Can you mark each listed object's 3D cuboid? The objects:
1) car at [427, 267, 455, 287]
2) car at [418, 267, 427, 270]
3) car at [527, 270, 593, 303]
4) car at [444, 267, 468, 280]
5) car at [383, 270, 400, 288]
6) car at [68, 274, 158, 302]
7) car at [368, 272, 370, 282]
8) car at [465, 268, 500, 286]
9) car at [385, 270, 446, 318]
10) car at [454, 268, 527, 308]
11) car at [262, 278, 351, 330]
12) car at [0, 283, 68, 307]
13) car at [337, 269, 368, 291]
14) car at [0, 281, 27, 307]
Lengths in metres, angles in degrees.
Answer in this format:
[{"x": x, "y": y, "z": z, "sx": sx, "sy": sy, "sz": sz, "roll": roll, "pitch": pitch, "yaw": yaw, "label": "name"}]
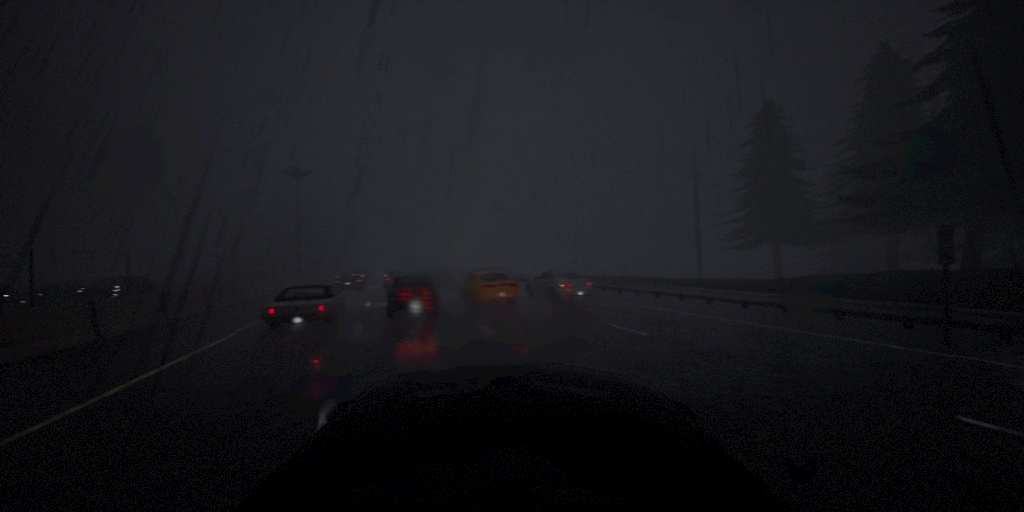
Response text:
[{"x": -5.890, "y": 1.841, "z": 30.015, "sx": 1.994, "sy": 1.385, "sz": 4.181, "roll": -1, "pitch": -1, "yaw": -19, "label": "car"}, {"x": -10.156, "y": 2.025, "z": 41.833, "sx": 1.882, "sy": 1.535, "sz": 5.008, "roll": -1, "pitch": 0, "yaw": -19, "label": "car"}, {"x": 2.245, "y": 1.417, "z": 17.702, "sx": 1.812, "sy": 1.442, "sz": 4.674, "roll": -1, "pitch": -1, "yaw": -19, "label": "car"}, {"x": -6.655, "y": 2.060, "z": 42.429, "sx": 1.895, "sy": 1.301, "sz": 4.718, "roll": -1, "pitch": -1, "yaw": -19, "label": "car"}, {"x": -9.231, "y": 1.919, "z": 28.968, "sx": 1.994, "sy": 1.385, "sz": 4.181, "roll": -1, "pitch": -1, "yaw": -19, "label": "car"}, {"x": -26.098, "y": 2.103, "z": 23.905, "sx": 2.097, "sy": 1.767, "sz": 4.553, "roll": -1, "pitch": -1, "yaw": -19, "label": "car"}, {"x": -16.629, "y": 2.183, "z": 39.145, "sx": 2.128, "sy": 1.511, "sz": 4.902, "roll": -1, "pitch": -1, "yaw": -19, "label": "car"}, {"x": -2.629, "y": 1.768, "z": 31.293, "sx": 1.994, "sy": 1.385, "sz": 4.181, "roll": -1, "pitch": -1, "yaw": -19, "label": "car"}, {"x": -4.126, "y": 1.538, "z": 14.717, "sx": 1.837, "sy": 1.490, "sz": 4.892, "roll": -1, "pitch": 0, "yaw": -19, "label": "car"}, {"x": -1.207, "y": 1.458, "z": 16.968, "sx": 1.882, "sy": 1.535, "sz": 5.008, "roll": -1, "pitch": -1, "yaw": -19, "label": "car"}, {"x": -7.210, "y": 1.694, "z": 12.936, "sx": 1.895, "sy": 1.301, "sz": 4.718, "roll": -1, "pitch": -1, "yaw": -19, "label": "car"}, {"x": -29.555, "y": 2.439, "z": 23.212, "sx": 1.895, "sy": 1.301, "sz": 4.718, "roll": -1, "pitch": -1, "yaw": -19, "label": "car"}, {"x": -12.494, "y": 1.992, "z": 27.700, "sx": 1.994, "sy": 1.385, "sz": 4.181, "roll": -1, "pitch": -1, "yaw": -19, "label": "car"}, {"x": -32.587, "y": 2.388, "z": 21.276, "sx": 2.128, "sy": 1.511, "sz": 4.902, "roll": -1, "pitch": -1, "yaw": -19, "label": "car"}]
